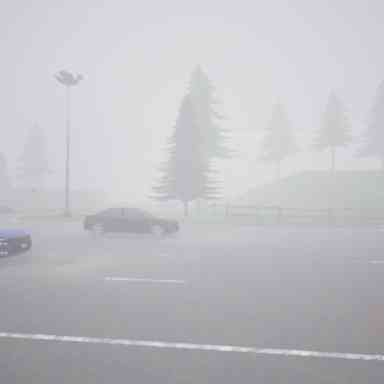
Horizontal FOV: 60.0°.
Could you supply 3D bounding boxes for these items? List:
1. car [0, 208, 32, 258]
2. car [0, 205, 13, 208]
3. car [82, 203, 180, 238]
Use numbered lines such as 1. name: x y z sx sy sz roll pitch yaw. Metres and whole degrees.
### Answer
1. car: -7.836 1.413 10.911 5.008 1.535 1.882 1 0 6
2. car: -18.847 1.408 29.503 5.357 1.411 2.033 1 0 -29
3. car: -3.155 1.494 17.445 5.008 1.535 1.882 1 0 6
